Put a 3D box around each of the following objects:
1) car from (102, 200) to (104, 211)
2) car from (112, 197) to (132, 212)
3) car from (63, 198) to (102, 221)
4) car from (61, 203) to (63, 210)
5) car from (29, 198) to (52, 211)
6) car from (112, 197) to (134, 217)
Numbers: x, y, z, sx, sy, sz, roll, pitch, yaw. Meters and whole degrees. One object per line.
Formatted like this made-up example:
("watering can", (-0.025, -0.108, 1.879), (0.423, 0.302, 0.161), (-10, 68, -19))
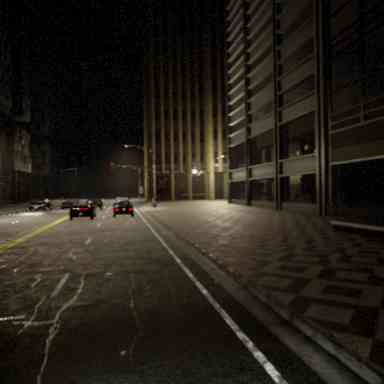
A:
("car", (-11.670, 1.435, 40.022), (1.882, 1.535, 5.008), (-1, 0, -12))
("car", (-8.402, 1.398, 39.818), (2.128, 1.511, 4.902), (-1, 0, -12))
("car", (-9.041, 1.493, 27.859), (2.128, 1.511, 4.902), (-1, 0, -12))
("car", (-15.884, 1.611, 43.678), (2.033, 1.411, 5.357), (-1, 0, -12))
("car", (-18.705, 1.552, 41.249), (2.128, 1.511, 4.902), (-1, 0, -12))
("car", (-6.245, 1.490, 30.315), (2.033, 1.411, 5.357), (-1, 0, -12))
